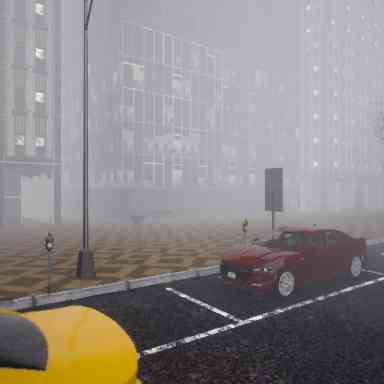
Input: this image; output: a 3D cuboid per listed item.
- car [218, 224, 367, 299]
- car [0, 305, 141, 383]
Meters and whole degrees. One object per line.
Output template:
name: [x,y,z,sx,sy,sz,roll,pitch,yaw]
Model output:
car: [2.684,1.545,8.476,4.507,1.381,1.887,0,0,-36]
car: [-2.640,1.477,1.507,5.008,1.535,1.882,0,0,-36]
